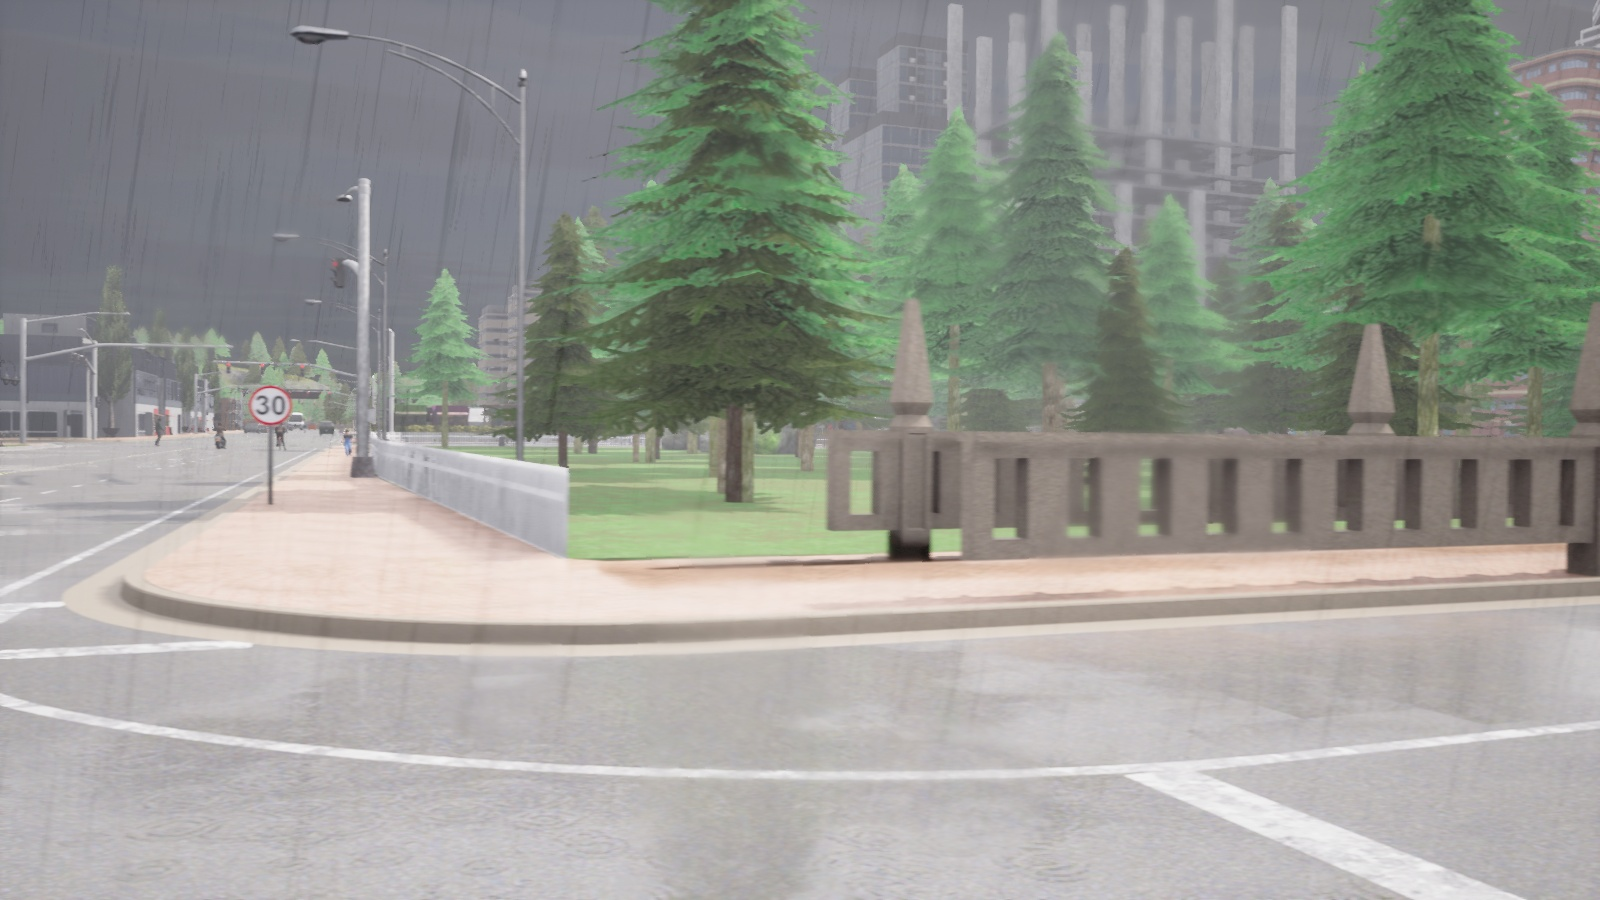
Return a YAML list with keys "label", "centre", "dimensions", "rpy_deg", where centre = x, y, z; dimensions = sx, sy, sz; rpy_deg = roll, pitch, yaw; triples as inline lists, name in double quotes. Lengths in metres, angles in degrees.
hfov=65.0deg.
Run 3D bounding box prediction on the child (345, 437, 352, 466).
- label: "child"
  centre: [-19.896, 0.051, 55.334]
  dimensions: [0.270, 1.263, 0.437]
  rpy_deg: [-1, 1, -19]
